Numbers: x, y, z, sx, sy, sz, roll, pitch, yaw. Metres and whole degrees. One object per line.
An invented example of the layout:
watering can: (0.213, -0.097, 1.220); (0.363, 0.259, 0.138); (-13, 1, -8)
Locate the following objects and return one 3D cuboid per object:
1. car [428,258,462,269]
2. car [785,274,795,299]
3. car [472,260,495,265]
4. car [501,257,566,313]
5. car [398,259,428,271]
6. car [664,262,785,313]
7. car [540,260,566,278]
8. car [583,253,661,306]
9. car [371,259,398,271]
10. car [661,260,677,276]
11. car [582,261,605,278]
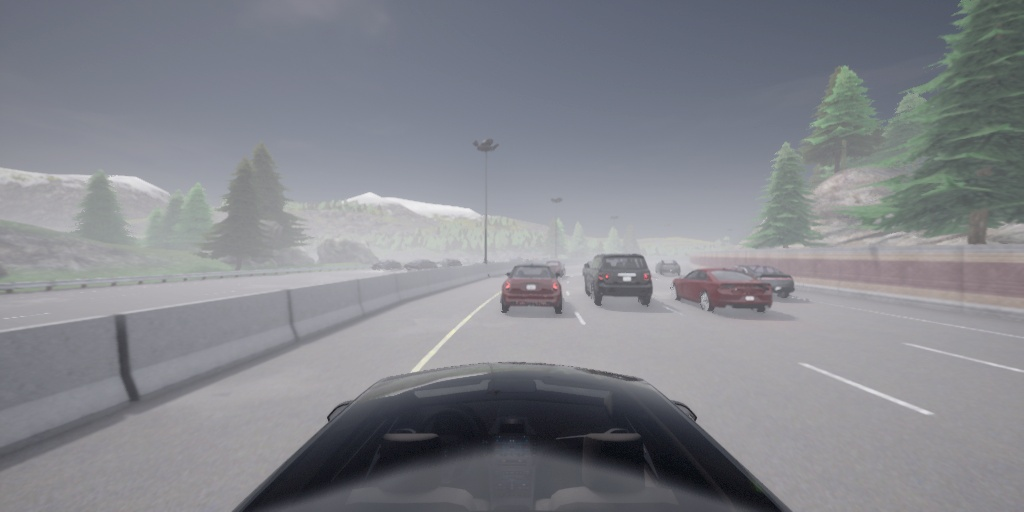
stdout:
car: (-7.846, 1.002, 43.980); (2.128, 1.511, 4.902); (0, 0, 16)
car: (11.811, 1.191, 17.922); (2.128, 1.511, 4.902); (0, 0, 7)
car: (-3.510, 1.112, 46.334); (1.895, 1.301, 4.718); (0, 0, 18)
car: (0.813, 1.041, 13.948); (2.097, 1.767, 4.553); (0, 0, 5)
car: (-11.363, 1.046, 44.517); (2.033, 1.411, 5.357); (0, 0, 16)
car: (7.823, 1.186, 13.906); (1.882, 1.535, 5.008); (0, 0, 5)
car: (3.759, 1.129, 32.318); (1.812, 1.442, 4.674); (0, 0, 13)
car: (4.477, 0.912, 15.735); (2.150, 2.045, 5.566); (0, 0, 6)
car: (-15.190, 1.056, 43.674); (1.994, 1.385, 4.181); (0, 0, 16)
car: (15.398, 1.110, 35.551); (2.128, 1.511, 4.902); (0, 0, 15)
car: (7.611, 1.172, 33.346); (1.994, 1.385, 4.181); (0, 0, 13)
